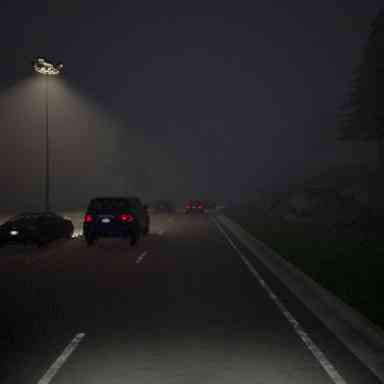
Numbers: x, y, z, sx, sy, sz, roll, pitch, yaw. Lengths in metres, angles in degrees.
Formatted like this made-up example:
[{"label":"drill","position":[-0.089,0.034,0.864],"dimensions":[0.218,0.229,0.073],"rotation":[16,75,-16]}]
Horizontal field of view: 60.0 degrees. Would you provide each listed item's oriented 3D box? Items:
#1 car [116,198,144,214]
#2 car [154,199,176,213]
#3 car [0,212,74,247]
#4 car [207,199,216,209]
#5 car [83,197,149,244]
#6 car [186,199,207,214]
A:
[{"label":"car","position":[-6.622,1.478,36.036],"dimensions":[1.882,1.535,5.008],"rotation":[0,0,3]},{"label":"car","position":[-2.995,1.478,37.558],"dimensions":[1.882,1.535,5.008],"rotation":[0,0,4]},{"label":"car","position":[-6.901,1.564,14.951],"dimensions":[1.994,1.385,4.181],"rotation":[0,0,0]},{"label":"car","position":[1.952,1.564,44.542],"dimensions":[1.994,1.385,4.181],"rotation":[0,0,14]},{"label":"car","position":[-3.401,1.222,15.809],"dimensions":[2.150,2.045,5.566],"rotation":[0,0,0]},{"label":"car","position":[0.332,1.547,35.211],"dimensions":[2.033,1.411,5.357],"rotation":[0,0,3]}]
